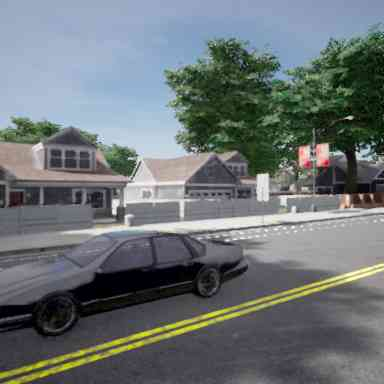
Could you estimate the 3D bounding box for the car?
[{"bbox_3d":[-1.241,1.513,6.795,5.357,1.411,2.033,-1,0,-36],"label":"car"}]
